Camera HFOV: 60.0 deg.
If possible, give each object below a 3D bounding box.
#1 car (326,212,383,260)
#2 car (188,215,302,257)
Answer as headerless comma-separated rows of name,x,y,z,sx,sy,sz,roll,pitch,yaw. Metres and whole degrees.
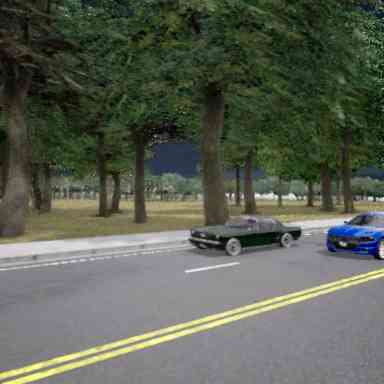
car,7.185,1.516,12.802,5.008,1.535,1.882,0,0,-35
car,2.192,1.626,13.233,4.718,1.301,1.895,0,0,-36
